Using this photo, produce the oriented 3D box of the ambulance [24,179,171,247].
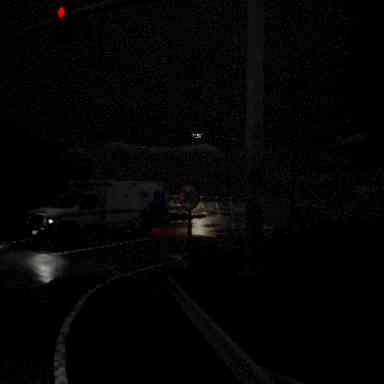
[{"bbox_3d":[-3.680,0.711,14.209,2.351,2.431,6.366,1,0,35],"label":"ambulance"}]
